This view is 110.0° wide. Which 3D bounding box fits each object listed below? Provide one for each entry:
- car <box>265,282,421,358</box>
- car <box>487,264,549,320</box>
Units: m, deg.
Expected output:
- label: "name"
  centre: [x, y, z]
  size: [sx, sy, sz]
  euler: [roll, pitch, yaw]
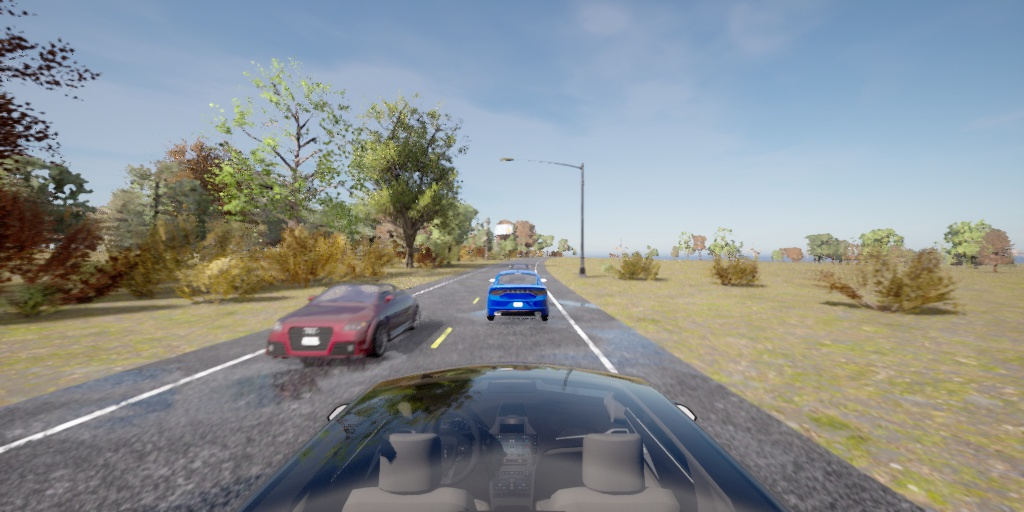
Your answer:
- label: "car"
  centre: [-3.542, 1.313, 8.328]
  size: [1.994, 1.385, 4.181]
  euler: [0, 0, 1]
- label: "car"
  centre: [0.209, 1.228, 12.676]
  size: [1.882, 1.535, 5.008]
  euler: [0, 0, 1]
